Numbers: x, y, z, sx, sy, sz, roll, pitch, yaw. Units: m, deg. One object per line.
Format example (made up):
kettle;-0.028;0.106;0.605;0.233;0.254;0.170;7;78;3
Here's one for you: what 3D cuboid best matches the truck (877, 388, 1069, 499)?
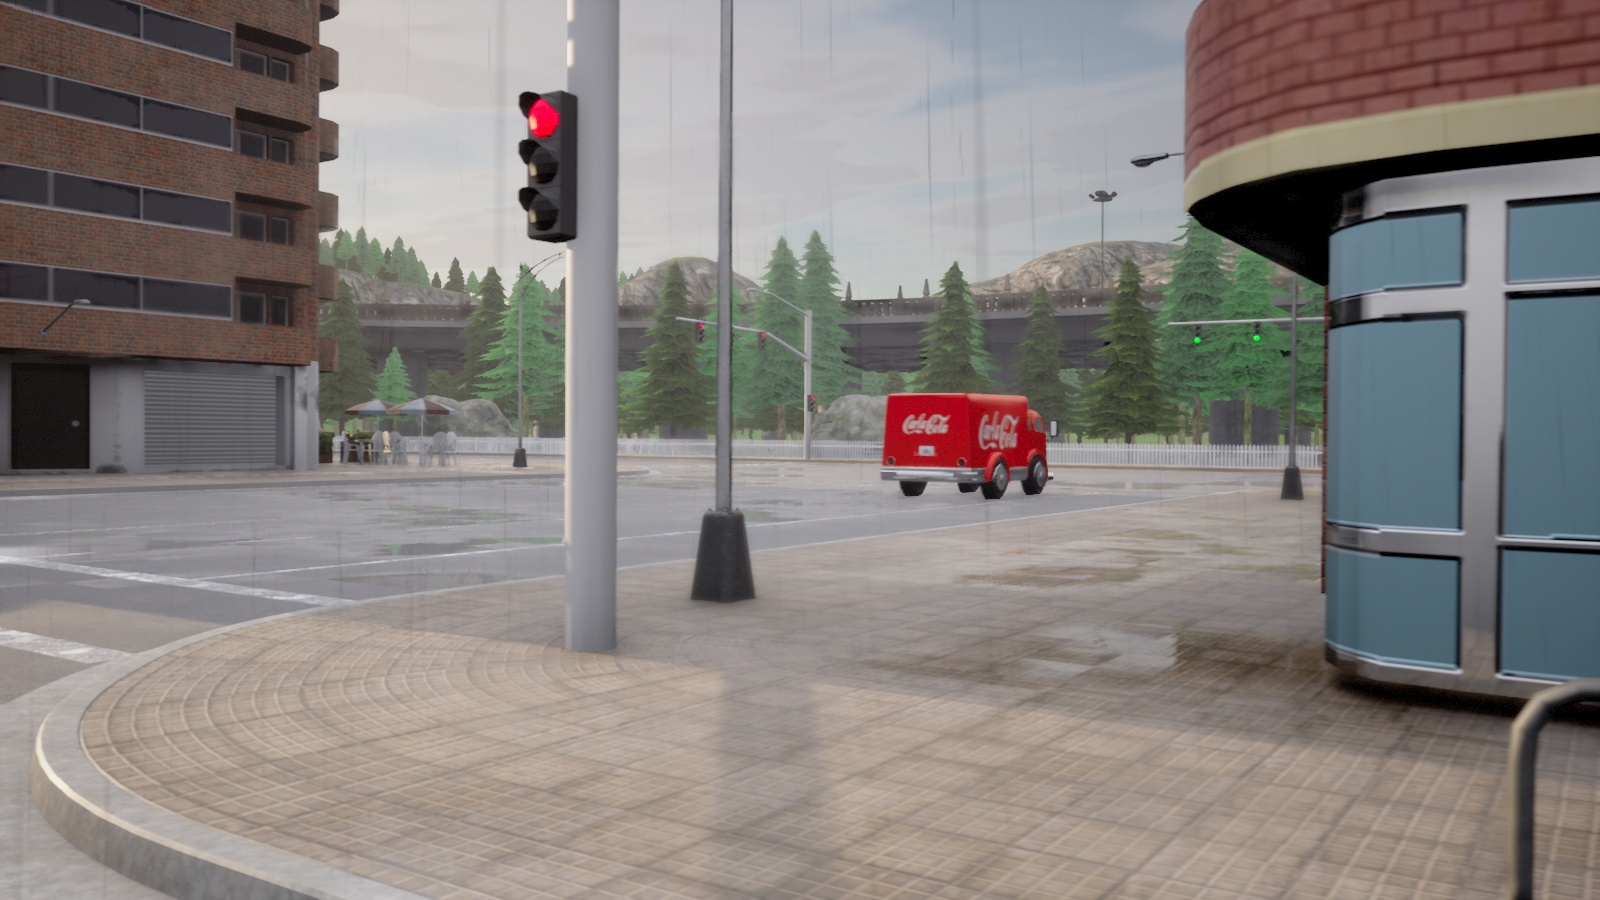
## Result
truck;4.357;-0.188;30.796;2.627;2.467;5.204;0;1;34
